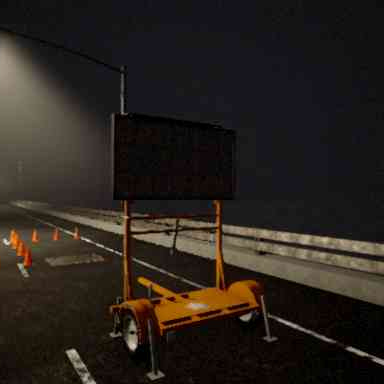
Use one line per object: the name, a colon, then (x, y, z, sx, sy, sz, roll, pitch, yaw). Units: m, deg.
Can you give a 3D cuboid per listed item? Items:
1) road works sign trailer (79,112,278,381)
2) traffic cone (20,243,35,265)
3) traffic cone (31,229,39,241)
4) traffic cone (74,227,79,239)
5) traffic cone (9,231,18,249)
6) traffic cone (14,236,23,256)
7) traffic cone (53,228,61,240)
road works sign trailer: (-0.336, 0.541, 5.868, 2.380, 3.560, 2.880, 1, -1, -33)
traffic cone: (-5.375, 2.077, 10.937, 0.340, 0.580, 0.340, 1, -1, -33)
traffic cone: (-7.774, 2.138, 16.527, 0.340, 0.580, 0.340, 1, -1, -33)
traffic cone: (-6.091, 2.158, 17.606, 0.340, 0.580, 0.340, 1, -1, -33)
traffic cone: (-7.536, 2.112, 14.303, 0.340, 0.580, 0.340, 1, -1, -33)
traffic cone: (-6.455, 2.094, 12.621, 0.340, 0.580, 0.340, 1, -1, -33)
traffic cone: (-6.933, 2.148, 17.066, 0.340, 0.580, 0.340, 1, -1, -33)
